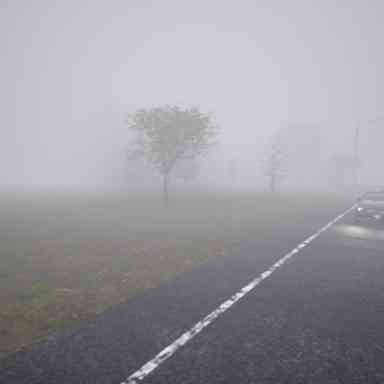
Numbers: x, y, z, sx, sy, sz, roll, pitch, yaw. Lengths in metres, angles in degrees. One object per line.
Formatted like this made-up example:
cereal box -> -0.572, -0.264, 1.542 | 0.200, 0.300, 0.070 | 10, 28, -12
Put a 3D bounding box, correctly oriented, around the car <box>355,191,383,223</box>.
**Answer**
car -> 9.174, 0.683, 16.225 | 1.812, 1.442, 4.674 | 4, 4, 31
